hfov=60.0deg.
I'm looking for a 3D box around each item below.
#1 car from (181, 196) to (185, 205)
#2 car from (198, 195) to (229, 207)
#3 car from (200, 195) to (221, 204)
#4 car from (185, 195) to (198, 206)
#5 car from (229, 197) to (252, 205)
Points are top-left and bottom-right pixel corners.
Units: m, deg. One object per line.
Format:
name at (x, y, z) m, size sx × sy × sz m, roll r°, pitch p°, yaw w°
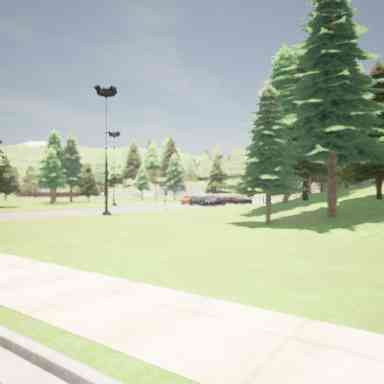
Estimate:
car at (0.026, 1.418, 60.471) m, size 2.097 × 1.767 × 4.553 m, roll 0°, pitch 0°, yaw 37°
car at (3.492, 1.654, 53.339) m, size 1.895 × 1.301 × 4.718 m, roll 0°, pitch 0°, yaw 37°
car at (3.694, 1.418, 65.581) m, size 2.097 × 1.767 × 4.553 m, roll 0°, pitch 0°, yaw 36°
car at (1.491, 1.411, 56.540) m, size 2.097 × 1.767 × 4.553 m, roll 0°, pitch 0°, yaw 37°
car at (9.384, 1.654, 61.502) m, size 1.895 × 1.301 × 4.718 m, roll 0°, pitch 0°, yaw 36°
